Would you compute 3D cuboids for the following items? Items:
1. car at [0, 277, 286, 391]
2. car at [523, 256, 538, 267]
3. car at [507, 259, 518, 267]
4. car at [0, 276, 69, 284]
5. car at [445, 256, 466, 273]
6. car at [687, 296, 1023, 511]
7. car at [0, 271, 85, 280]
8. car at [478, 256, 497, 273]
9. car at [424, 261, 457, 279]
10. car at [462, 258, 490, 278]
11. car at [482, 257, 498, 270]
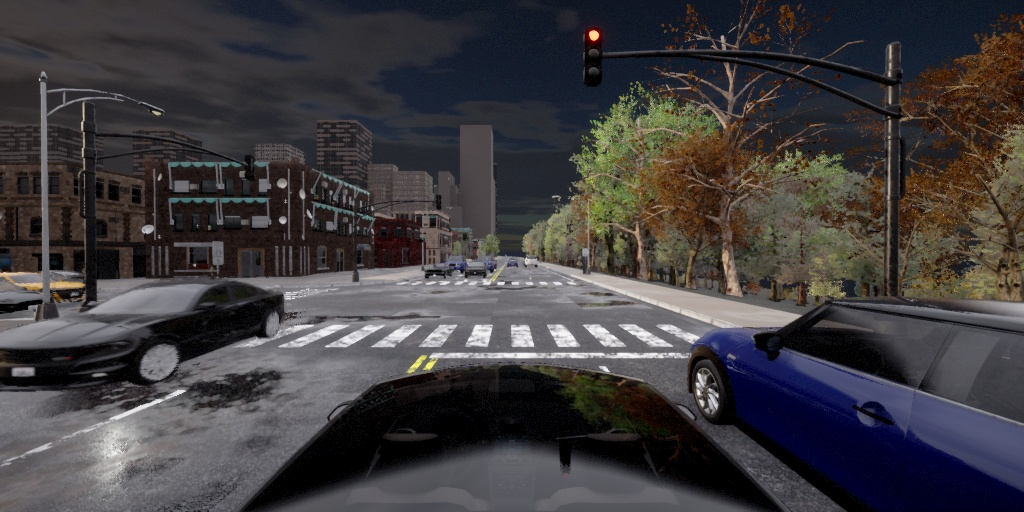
[{"bbox_3d":[-6.553,1.228,7.113,1.882,1.535,5.008,1,0,-6],"label":"car"},{"bbox_3d":[3.358,0.948,63.696,2.150,2.045,5.566,0,0,0],"label":"car"},{"bbox_3d":[0.105,1.252,64.310,1.812,1.442,4.674,0,0,0],"label":"car"},{"bbox_3d":[-19.946,1.564,13.347,4.313,1.339,1.948,0,0,0],"label":"car"},{"bbox_3d":[-6.579,0.957,42.530,2.150,2.045,5.566,0,0,0],"label":"car"},{"bbox_3d":[3.351,1.102,2.888,2.097,1.767,4.553,0,0,0],"label":"car"},{"bbox_3d":[-22.086,1.473,16.054,5.008,1.535,1.882,-1,1,0],"label":"car"},{"bbox_3d":[-3.338,0.957,44.035,2.150,2.045,5.566,0,0,0],"label":"car"},{"bbox_3d":[-6.598,1.341,32.772,1.895,1.301,4.718,0,0,0],"label":"car"},{"bbox_3d":[-3.344,1.217,34.003,1.882,1.535,5.008,0,0,-2],"label":"car"},{"bbox_3d":[-3.327,1.083,54.306,2.097,1.767,4.553,0,0,0],"label":"car"}]
